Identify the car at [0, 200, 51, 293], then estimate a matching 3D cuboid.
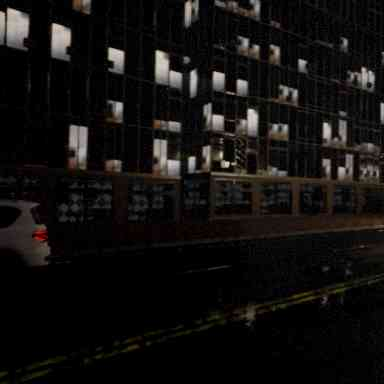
[{"bbox_3d":[-6.094,1.189,7.267,5.566,2.045,2.150,1,0,-35],"label":"car"}]
